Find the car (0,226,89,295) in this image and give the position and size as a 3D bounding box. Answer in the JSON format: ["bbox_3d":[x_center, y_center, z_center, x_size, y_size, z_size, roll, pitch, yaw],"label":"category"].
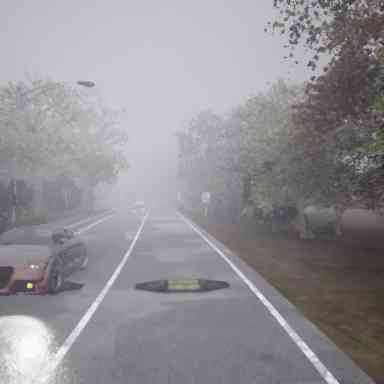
[{"bbox_3d":[-4.004,1.572,8.411,1.994,1.385,4.181,0,-2,-4],"label":"car"}]

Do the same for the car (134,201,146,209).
[{"bbox_3d":[-8.929,2.264,56.986,1.812,1.442,4.674,0,-3,-6],"label":"car"}]
